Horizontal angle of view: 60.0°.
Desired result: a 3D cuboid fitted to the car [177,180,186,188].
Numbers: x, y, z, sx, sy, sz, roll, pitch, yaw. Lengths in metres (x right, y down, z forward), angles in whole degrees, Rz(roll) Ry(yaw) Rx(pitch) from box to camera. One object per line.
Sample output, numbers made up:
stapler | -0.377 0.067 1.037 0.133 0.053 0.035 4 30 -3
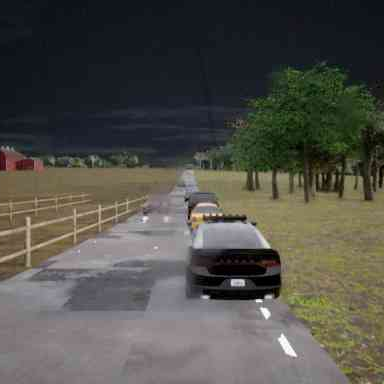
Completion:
car | -2.932 -2.219 93.098 2.150 2.045 5.566 0 4 0

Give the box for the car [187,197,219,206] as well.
car | 0.788 1.292 18.562 1.801 1.575 5.366 0 1 0

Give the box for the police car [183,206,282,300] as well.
police car | 0.808 1.385 8.485 1.930 1.638 5.238 0 0 0

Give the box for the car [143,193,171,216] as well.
car | -2.906 0.991 28.370 2.097 1.767 4.553 0 1 0

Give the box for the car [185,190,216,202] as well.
car | 0.777 0.952 24.395 2.150 2.045 5.566 0 1 0
